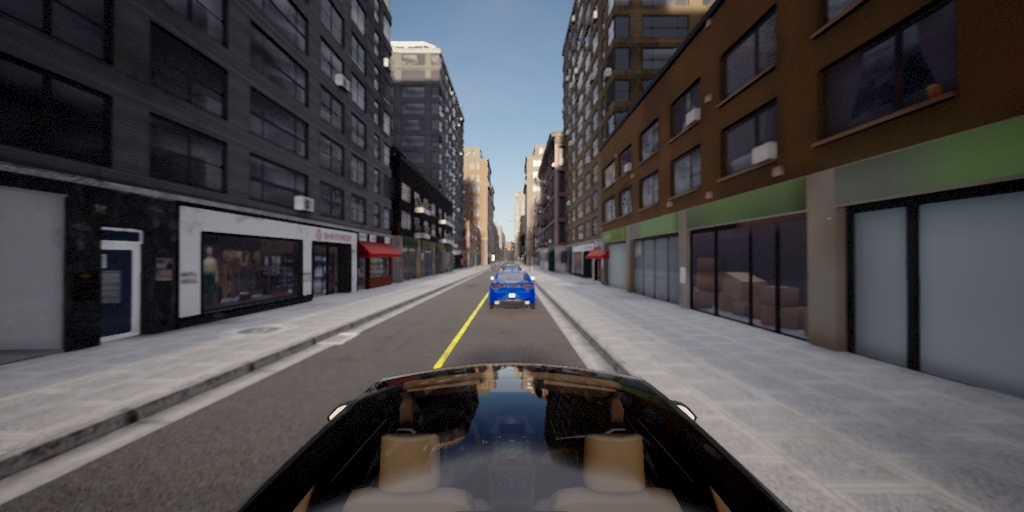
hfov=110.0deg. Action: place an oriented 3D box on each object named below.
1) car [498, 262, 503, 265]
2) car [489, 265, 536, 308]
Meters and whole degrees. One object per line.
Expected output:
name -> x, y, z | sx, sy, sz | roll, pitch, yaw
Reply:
car -> 0.012, 1.520, 30.355 | 1.837, 1.490, 4.892 | 0, 0, 0
car -> 0.025, 1.364, 16.101 | 1.882, 1.535, 5.008 | 0, 0, 1
